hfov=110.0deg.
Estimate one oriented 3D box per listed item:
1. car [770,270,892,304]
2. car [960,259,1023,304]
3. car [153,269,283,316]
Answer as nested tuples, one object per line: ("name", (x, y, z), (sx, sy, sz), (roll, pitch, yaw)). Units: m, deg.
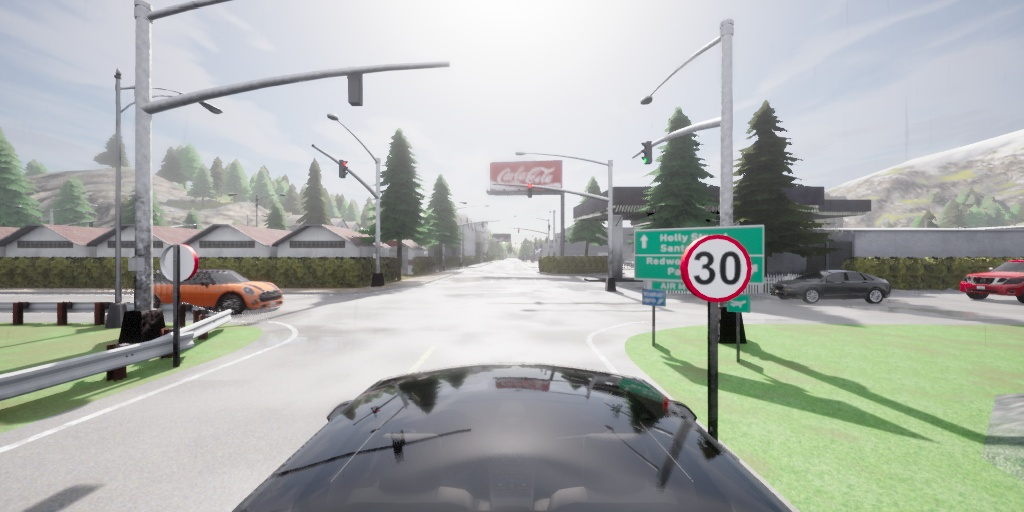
("car", (15.207, 1.446, 17.262), (4.892, 1.490, 1.837), (0, 0, 1))
("car", (25.177, 1.163, 17.127), (5.566, 2.045, 2.150), (0, 0, 0))
("car", (-11.599, 1.294, 14.002), (4.553, 1.767, 2.097), (0, 0, -1))
